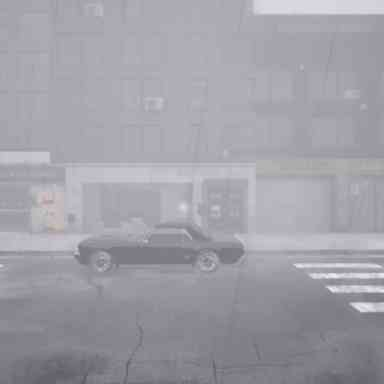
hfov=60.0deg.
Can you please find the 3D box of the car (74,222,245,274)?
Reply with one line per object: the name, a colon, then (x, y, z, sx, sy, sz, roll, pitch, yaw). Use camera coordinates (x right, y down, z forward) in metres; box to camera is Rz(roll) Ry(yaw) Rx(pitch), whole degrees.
car: (-0.925, 1.578, 9.870, 4.718, 1.301, 1.895, 0, 0, 0)
